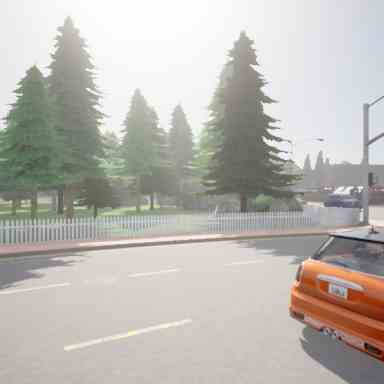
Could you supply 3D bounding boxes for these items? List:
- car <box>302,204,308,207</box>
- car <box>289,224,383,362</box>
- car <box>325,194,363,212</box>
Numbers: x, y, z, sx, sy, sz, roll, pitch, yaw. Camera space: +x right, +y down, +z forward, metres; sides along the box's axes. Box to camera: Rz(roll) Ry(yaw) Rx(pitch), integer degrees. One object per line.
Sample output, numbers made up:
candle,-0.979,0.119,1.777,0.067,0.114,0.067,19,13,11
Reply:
car,16.630,1.575,52.630,1.812,1.442,4.674,0,0,-7
car,3.877,1.351,5.417,4.553,1.767,2.097,0,0,-26
car,18.294,1.270,40.268,2.150,2.045,5.566,0,0,-8
